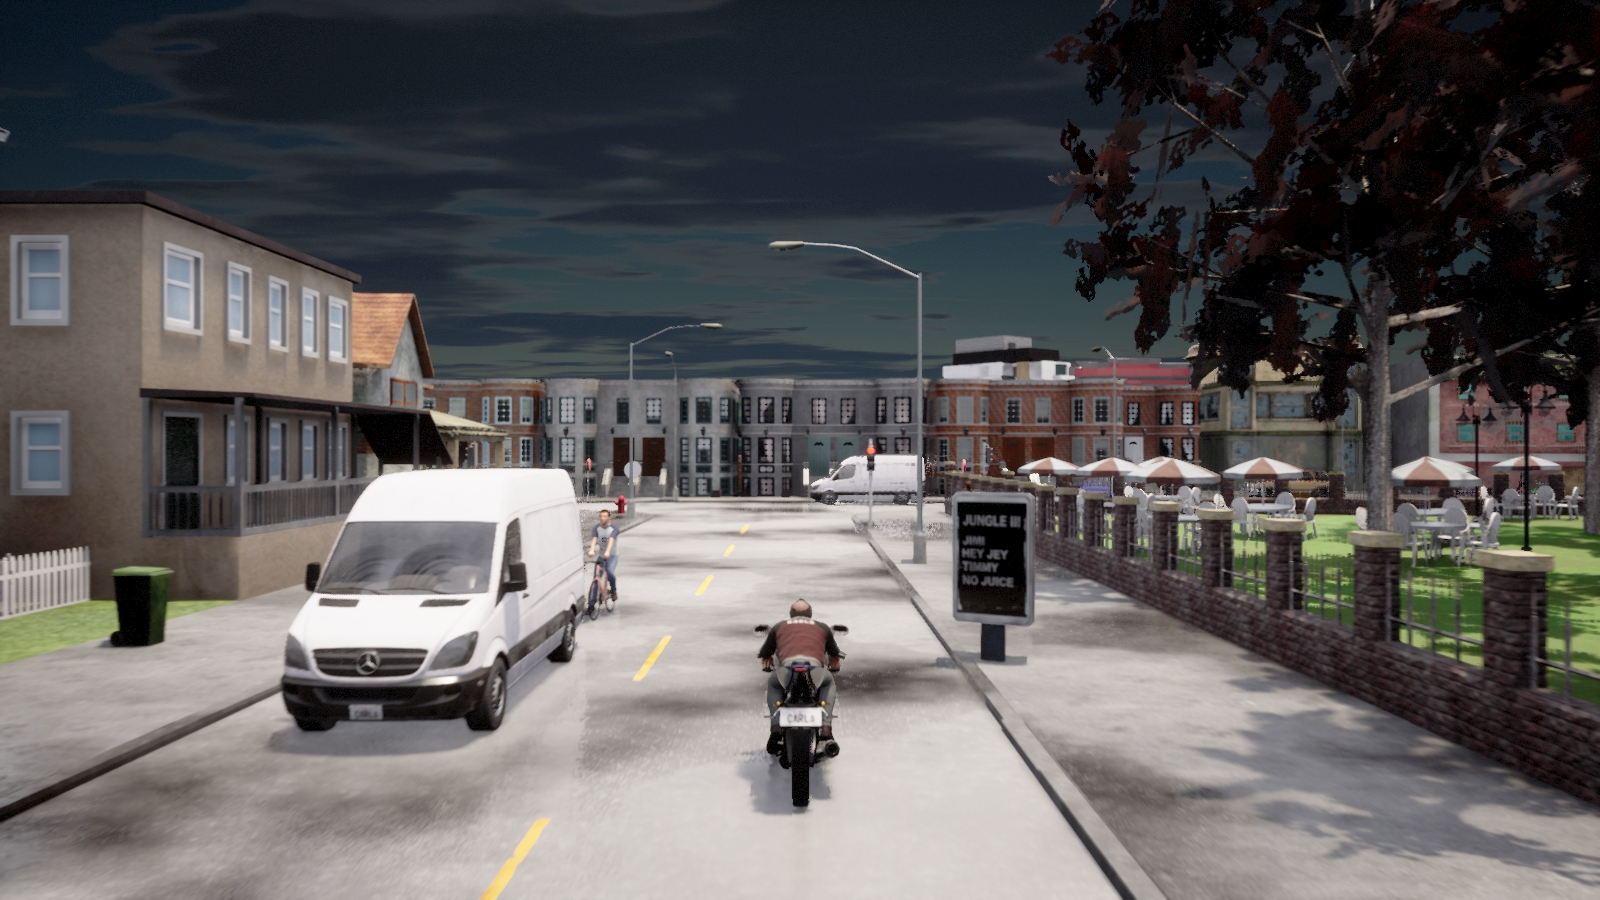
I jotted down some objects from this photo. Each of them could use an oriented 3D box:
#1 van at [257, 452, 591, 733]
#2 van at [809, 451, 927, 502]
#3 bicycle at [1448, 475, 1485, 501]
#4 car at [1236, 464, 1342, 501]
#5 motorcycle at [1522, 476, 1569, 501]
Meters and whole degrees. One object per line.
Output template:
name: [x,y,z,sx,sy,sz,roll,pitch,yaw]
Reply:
van: [-3.990,1.314,13.431,1.988,2.561,5.915,0,0,0]
van: [3.449,1.314,58.455,5.915,2.561,1.988,0,0,0]
bicycle: [34.041,1.936,58.371,1.643,1.296,0.373,0,0,1]
car: [24.919,1.643,58.336,4.605,1.855,1.932,0,0,1]
motorcycle: [38.039,1.962,58.311,1.805,1.236,0.856,0,0,4]
